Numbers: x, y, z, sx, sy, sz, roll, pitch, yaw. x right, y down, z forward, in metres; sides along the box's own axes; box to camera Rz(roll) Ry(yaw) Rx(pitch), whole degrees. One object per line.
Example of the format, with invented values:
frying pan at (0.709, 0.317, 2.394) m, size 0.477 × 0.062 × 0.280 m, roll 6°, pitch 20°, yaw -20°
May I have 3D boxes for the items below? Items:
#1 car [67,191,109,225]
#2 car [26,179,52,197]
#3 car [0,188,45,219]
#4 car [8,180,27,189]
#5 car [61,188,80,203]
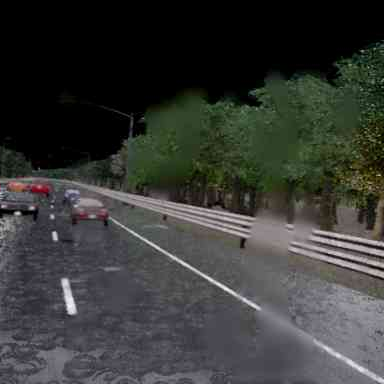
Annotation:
car at (-5.818, 0.960, 18.703) m, size 1.812 × 1.442 × 4.674 m, roll 5°, pitch 0°, yaw -23°
car at (-18.947, -0.553, 41.717) m, size 2.150 × 2.045 × 5.566 m, roll 5°, pitch 0°, yaw -22°
car at (-9.586, 0.712, 18.736) m, size 1.895 × 1.301 × 4.718 m, roll 5°, pitch 0°, yaw -23°
car at (-25.559, -1.023, 48.930) m, size 2.097 × 1.767 × 4.553 m, roll 5°, pitch 0°, yaw -22°
car at (-12.075, 0.373, 33.670) m, size 1.812 × 1.442 × 4.674 m, roll 5°, pitch 0°, yaw -21°
